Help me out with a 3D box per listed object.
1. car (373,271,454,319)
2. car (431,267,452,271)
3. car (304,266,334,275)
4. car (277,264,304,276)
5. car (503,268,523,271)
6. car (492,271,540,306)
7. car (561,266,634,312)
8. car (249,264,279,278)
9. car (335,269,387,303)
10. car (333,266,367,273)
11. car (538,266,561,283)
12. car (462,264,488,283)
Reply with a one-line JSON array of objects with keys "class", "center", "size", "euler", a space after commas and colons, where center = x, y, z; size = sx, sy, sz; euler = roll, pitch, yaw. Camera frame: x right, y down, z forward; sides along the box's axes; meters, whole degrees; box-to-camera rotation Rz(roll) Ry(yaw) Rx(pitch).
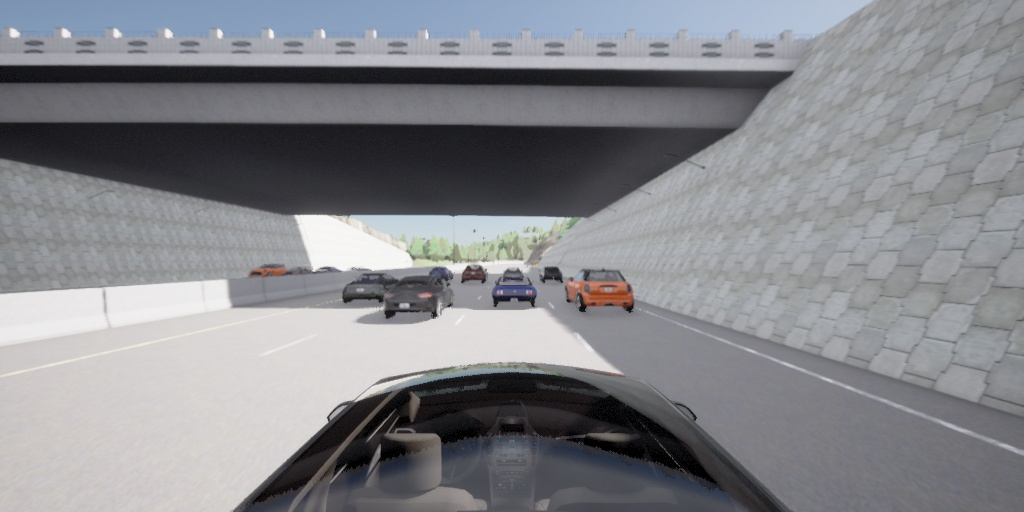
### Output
[{"class": "car", "center": [-3.411, 1.448, 13.659], "size": [1.812, 1.442, 4.674], "euler": [0, -1, 0]}, {"class": "car", "center": [-6.911, 1.754, 34.797], "size": [1.812, 1.442, 4.674], "euler": [0, -1, 0]}, {"class": "car", "center": [-21.091, 1.839, 40.763], "size": [1.812, 1.442, 4.674], "euler": [0, -1, 0]}, {"class": "car", "center": [-24.587, 1.888, 41.526], "size": [1.994, 1.385, 4.181], "euler": [0, -1, 0]}, {"class": "car", "center": [0.104, 1.788, 34.474], "size": [1.994, 1.385, 4.181], "euler": [0, -1, 0]}, {"class": "car", "center": [0.103, 1.573, 17.051], "size": [1.895, 1.301, 4.718], "euler": [0, -1, 0]}, {"class": "car", "center": [3.601, 1.302, 15.517], "size": [2.097, 1.767, 4.553], "euler": [0, -1, 0]}, {"class": "car", "center": [-28.086, 1.677, 41.572], "size": [2.097, 1.767, 4.553], "euler": [0, -1, 0]}, {"class": "car", "center": [-6.897, 1.553, 18.295], "size": [1.994, 1.385, 4.181], "euler": [0, -1, 0]}, {"class": "car", "center": [-17.596, 1.857, 40.485], "size": [2.033, 1.411, 5.357], "euler": [0, -1, 0]}, {"class": "car", "center": [3.604, 1.719, 33.800], "size": [1.837, 1.490, 4.892], "euler": [0, -1, 0]}, {"class": "car", "center": [-3.396, 1.561, 33.484], "size": [2.097, 1.767, 4.553], "euler": [0, -1, 0]}]
